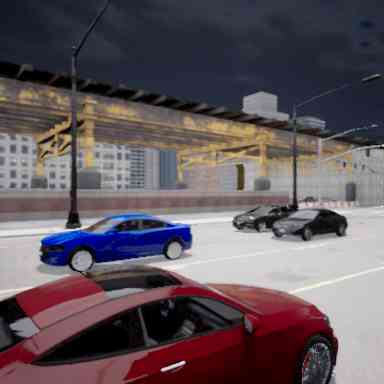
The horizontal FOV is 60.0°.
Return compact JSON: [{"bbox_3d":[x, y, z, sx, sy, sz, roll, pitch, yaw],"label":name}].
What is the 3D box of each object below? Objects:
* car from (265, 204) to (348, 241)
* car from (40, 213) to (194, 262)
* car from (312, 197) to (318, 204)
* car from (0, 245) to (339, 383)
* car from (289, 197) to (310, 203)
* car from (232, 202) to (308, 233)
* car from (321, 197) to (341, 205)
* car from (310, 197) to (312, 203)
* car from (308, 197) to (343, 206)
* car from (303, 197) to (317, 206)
[{"bbox_3d":[6.126,1.557,16.943,4.674,1.442,1.812,0,0,-35],"label":"car"},{"bbox_3d":[-2.281,1.487,10.959,5.008,1.535,1.882,0,0,-36],"label":"car"},{"bbox_3d":[18.255,1.547,51.500,2.038,1.542,4.974,0,0,18],"label":"car"},{"bbox_3d":[-0.424,1.529,3.444,4.674,1.442,1.812,0,0,-35],"label":"car"},{"bbox_3d":[14.458,1.379,48.823,4.536,1.218,1.853,0,0,8],"label":"car"},{"bbox_3d":[4.605,1.540,20.068,4.892,1.490,1.837,1,0,-35],"label":"car"},{"bbox_3d":[22.114,1.400,55.253,4.536,1.218,1.853,0,0,-7],"label":"car"},{"bbox_3d":[14.509,1.537,48.816,4.974,1.542,2.038,0,0,8],"label":"car"},{"bbox_3d":[22.166,1.558,55.259,4.974,1.542,2.038,0,0,-7],"label":"car"},{"bbox_3d":[18.271,1.389,51.550,1.853,1.218,4.536,0,0,18],"label":"car"}]
